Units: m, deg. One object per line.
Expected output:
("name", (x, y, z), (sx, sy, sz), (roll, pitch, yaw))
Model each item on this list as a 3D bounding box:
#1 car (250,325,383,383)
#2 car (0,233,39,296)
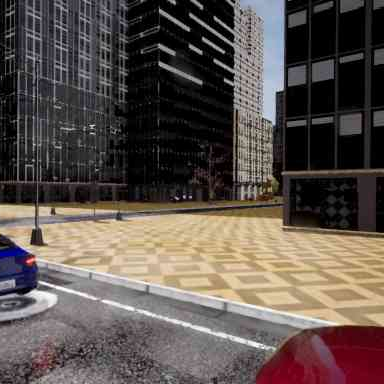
("car", (2.367, 1.564, 1.989), (4.181, 1.385, 1.994), (0, 0, 35))
("car", (-5.236, 1.523, 7.415), (4.674, 1.442, 1.812), (0, 0, 36))
